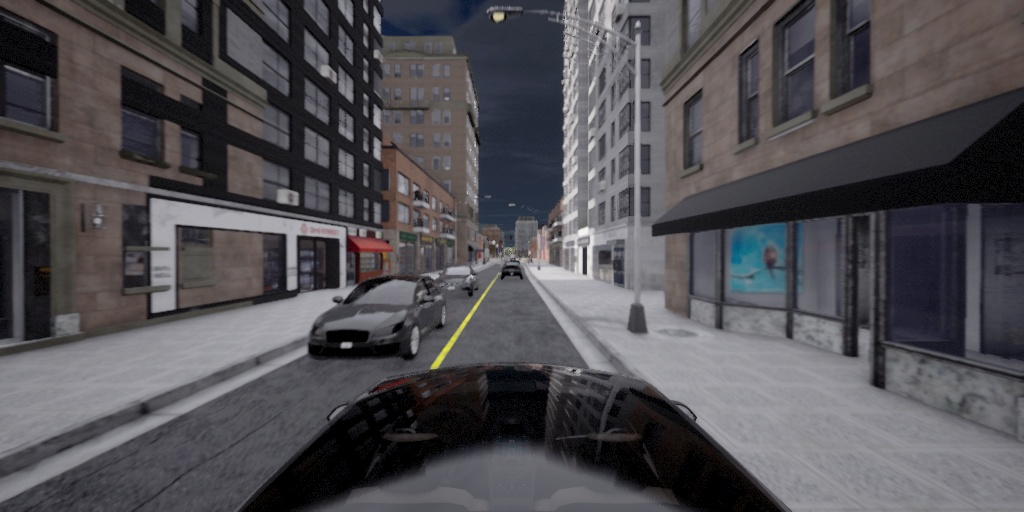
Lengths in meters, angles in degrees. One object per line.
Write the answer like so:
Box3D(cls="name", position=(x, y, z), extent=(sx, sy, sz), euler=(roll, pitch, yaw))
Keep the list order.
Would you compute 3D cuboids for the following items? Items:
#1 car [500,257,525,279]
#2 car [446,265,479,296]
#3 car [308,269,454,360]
Box3D(cls="car", position=(0.025, 1.131, 30.328), extent=(1.837, 1.490, 4.892), euler=(0, 0, 1))
Box3D(cls="car", position=(-2.755, 1.197, 18.725), extent=(1.812, 1.442, 4.674), euler=(0, 0, 0))
Box3D(cls="car", position=(-2.756, 1.222, 8.398), extent=(1.837, 1.490, 4.892), euler=(0, 0, 0))
